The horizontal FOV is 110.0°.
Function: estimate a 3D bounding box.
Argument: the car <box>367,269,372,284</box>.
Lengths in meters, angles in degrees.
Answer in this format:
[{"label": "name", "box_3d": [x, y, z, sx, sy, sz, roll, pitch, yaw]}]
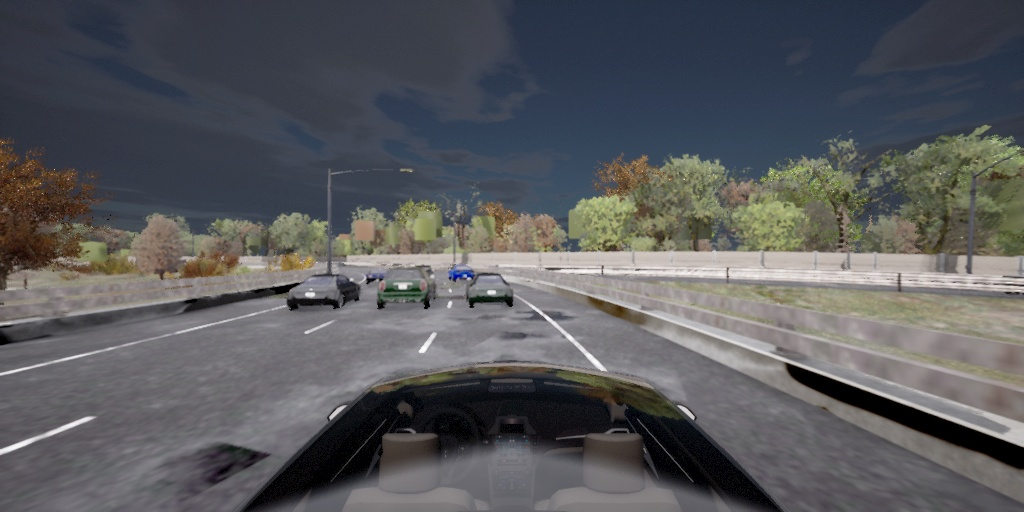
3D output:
[{"label": "car", "box_3d": [-11.225, 1.671, 30.500, 1.895, 1.301, 4.718, 0, -1, -17]}]

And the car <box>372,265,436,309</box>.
[{"label": "car", "box_3d": [-4.602, 1.261, 16.202, 2.097, 1.767, 4.553, 0, -1, -8]}]

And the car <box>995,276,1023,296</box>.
[{"label": "car", "box_3d": [39.017, 1.911, 25.499, 5.566, 2.045, 2.150, 3, 1, 28]}]

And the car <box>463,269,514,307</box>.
[{"label": "car", "box_3d": [-1.132, 1.476, 16.670, 1.994, 1.385, 4.181, 0, -1, -9]}]

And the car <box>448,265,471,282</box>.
[{"label": "car", "box_3d": [-4.767, 1.571, 33.274, 1.882, 1.535, 5.008, 0, 0, -17]}]

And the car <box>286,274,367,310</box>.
[{"label": "car", "box_3d": [-8.084, 1.474, 15.827, 1.994, 1.385, 4.181, 0, -1, -8]}]

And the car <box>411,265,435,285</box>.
[{"label": "car", "box_3d": [-7.924, 1.586, 31.652, 1.837, 1.490, 4.892, 0, 0, -17]}]
